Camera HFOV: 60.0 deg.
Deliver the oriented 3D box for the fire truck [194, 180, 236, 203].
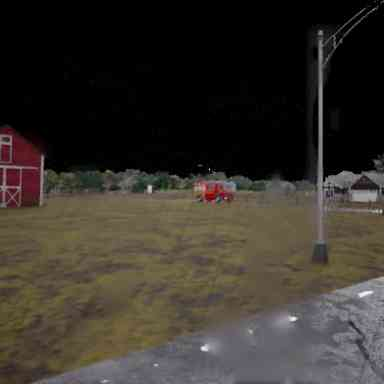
[{"bbox_3d":[3.883,-0.111,57.731,2.891,3.827,8.468,2,-1,-35],"label":"fire truck"}]
